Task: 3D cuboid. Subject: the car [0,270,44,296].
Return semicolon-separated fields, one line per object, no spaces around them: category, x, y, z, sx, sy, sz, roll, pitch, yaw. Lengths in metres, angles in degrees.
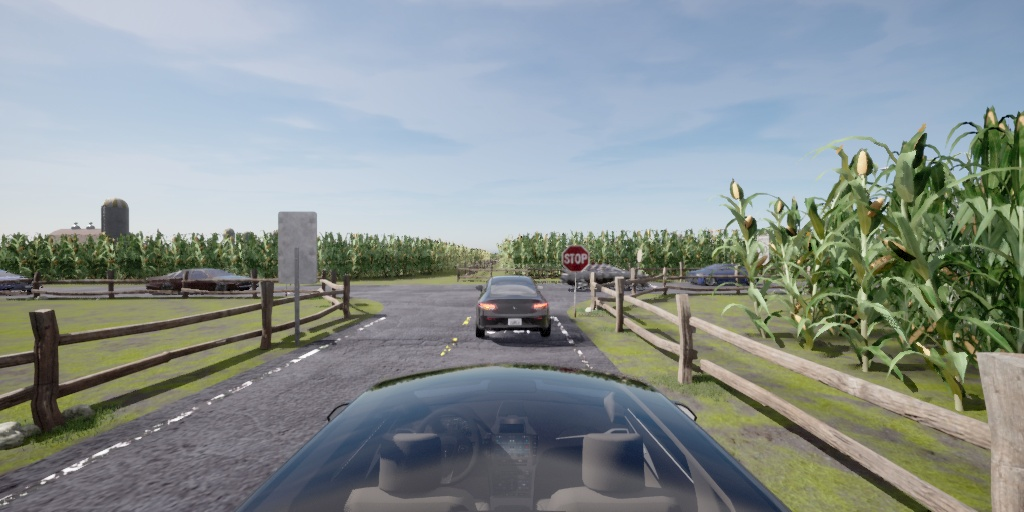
car;-29.896;1.508;20.491;4.674;1.442;1.812;0;0;0

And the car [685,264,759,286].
car;13.627;1.197;23.376;4.181;1.385;1.994;0;0;0

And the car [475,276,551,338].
car;-0.041;1.275;10.132;1.812;1.442;4.674;0;0;-3

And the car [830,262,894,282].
car;23.563;1.073;23.351;4.892;1.490;1.837;0;0;0

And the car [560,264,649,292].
car;5.216;1.201;20.435;4.902;1.511;2.128;0;0;0

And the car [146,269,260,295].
car;-17.527;1.428;20.472;5.357;1.411;2.033;0;0;0
